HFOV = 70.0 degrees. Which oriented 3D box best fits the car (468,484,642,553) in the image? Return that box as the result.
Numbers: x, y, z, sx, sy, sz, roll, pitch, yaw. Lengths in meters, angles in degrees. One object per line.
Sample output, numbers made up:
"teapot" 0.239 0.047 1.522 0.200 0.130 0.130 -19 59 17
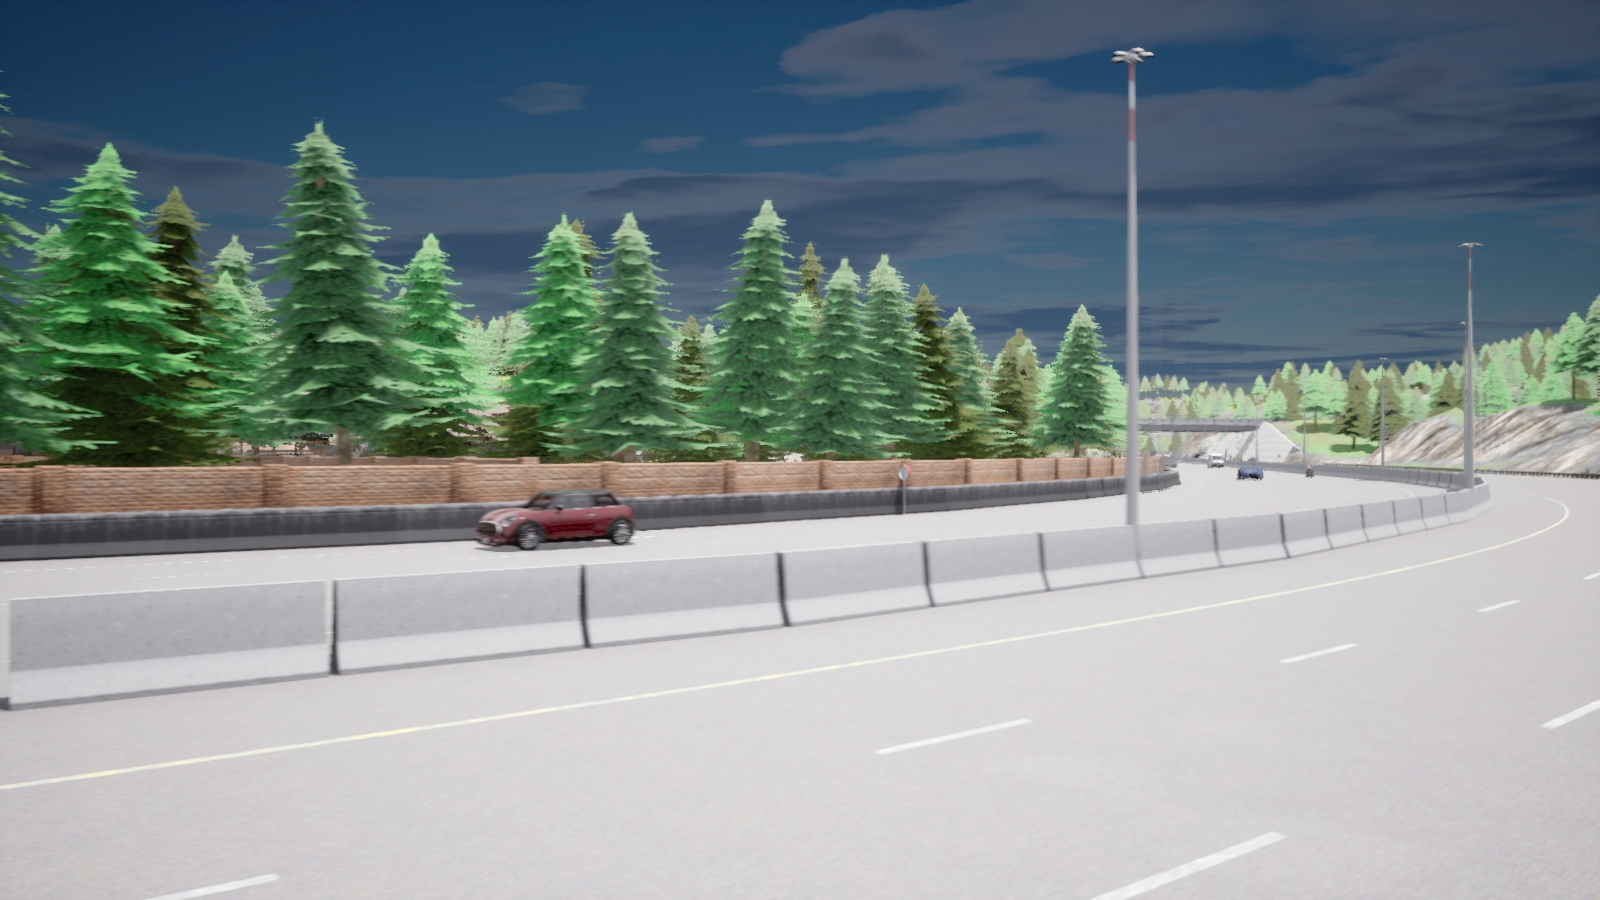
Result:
"car" -7.165 1.960 33.678 4.553 1.767 2.097 0 0 -41
